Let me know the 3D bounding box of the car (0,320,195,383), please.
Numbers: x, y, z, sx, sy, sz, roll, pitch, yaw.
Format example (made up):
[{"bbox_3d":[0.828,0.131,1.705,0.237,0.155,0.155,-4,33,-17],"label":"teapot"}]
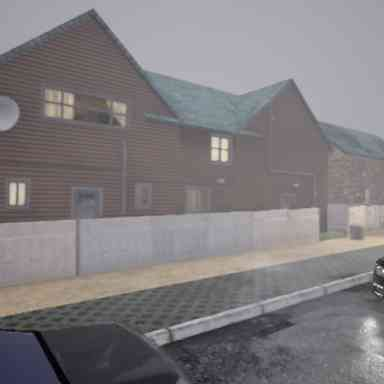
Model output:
[{"bbox_3d":[-2.375,1.546,1.375,5.357,1.411,2.033,0,0,-35],"label":"car"}]

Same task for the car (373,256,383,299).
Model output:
[{"bbox_3d":[5.804,1.498,7.201,4.902,1.511,2.128,0,0,-35],"label":"car"}]
